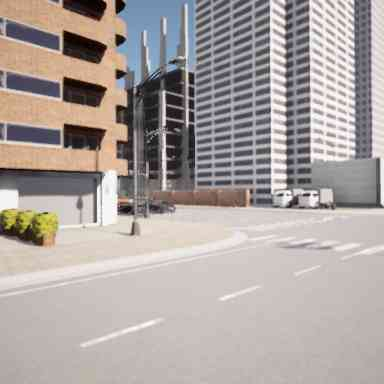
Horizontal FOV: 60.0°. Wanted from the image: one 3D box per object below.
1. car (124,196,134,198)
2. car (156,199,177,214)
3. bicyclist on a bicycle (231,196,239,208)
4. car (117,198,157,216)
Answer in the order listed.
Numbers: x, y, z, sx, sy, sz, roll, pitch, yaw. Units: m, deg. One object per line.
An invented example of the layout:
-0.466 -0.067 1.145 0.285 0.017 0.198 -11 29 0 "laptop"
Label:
-10.908 1.494 54.984 2.097 1.767 4.553 0 0 -43 "car"
-3.716 1.591 36.844 1.837 1.490 4.892 0 0 -43 "car"
5.726 1.315 44.278 1.656 1.620 0.582 -1 0 -43 "bicyclist on a bicycle"
-5.864 1.667 34.014 1.994 1.385 4.181 0 0 -43 "car"
